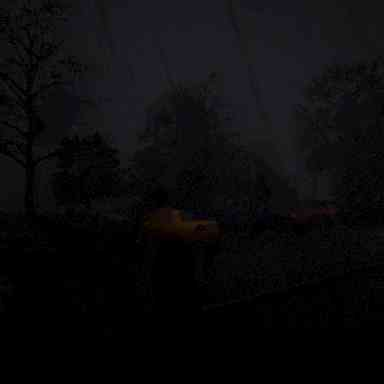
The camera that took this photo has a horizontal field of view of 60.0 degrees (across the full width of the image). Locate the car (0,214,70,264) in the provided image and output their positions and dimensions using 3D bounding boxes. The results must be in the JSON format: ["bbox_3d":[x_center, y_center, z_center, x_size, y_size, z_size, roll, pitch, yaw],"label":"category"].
[{"bbox_3d":[-6.680,1.514,11.250,4.892,1.521,2.231,-1,-1,34],"label":"car"}]

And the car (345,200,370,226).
[{"bbox_3d":[9.177,1.476,22.645,4.674,1.452,2.002,-1,-1,34],"label":"car"}]

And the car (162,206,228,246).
[{"bbox_3d":[-1.321,1.487,15.306,5.366,1.575,1.946,-1,0,34],"label":"car"}]

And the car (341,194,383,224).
[{"bbox_3d":[11.563,1.174,24.398,5.566,2.045,2.435,-1,0,34],"label":"car"}]

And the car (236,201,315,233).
[{"bbox_3d":[4.319,1.335,19.186,4.553,1.767,2.185,-1,-1,34],"label":"car"}]

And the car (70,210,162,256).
[{"bbox_3d":[-3.916,1.501,13.221,4.892,1.521,2.231,-1,0,34],"label":"car"}]

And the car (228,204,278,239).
[{"bbox_3d":[1.617,1.503,17.174,4.792,1.488,2.163,-1,-1,34],"label":"car"}]

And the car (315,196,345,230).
[{"bbox_3d":[6.783,1.322,20.883,4.553,1.767,2.185,-1,0,34],"label":"car"}]
